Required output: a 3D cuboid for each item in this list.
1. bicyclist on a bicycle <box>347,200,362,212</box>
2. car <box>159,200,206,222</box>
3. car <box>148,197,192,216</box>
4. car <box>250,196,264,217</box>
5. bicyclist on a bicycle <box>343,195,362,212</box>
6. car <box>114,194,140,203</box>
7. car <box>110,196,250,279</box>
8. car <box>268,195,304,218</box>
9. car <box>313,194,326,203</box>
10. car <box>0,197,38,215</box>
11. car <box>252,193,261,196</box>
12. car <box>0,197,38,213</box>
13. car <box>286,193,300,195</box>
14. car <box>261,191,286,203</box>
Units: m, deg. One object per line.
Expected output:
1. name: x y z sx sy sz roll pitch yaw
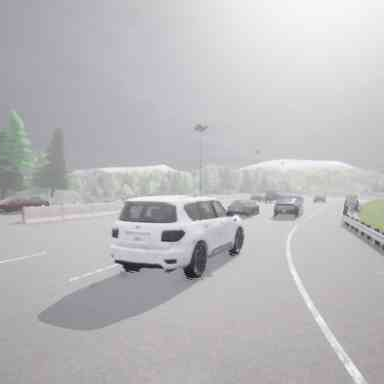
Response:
1. bicyclist on a bicycle: 15.821 1.153 32.763 1.656 1.620 0.582 1 1 18
2. car: -0.624 1.369 25.537 1.994 1.385 4.181 0 0 25
3. car: -1.937 1.258 30.996 1.882 1.535 5.008 0 1 25
4. car: 4.335 1.332 27.882 1.994 1.385 4.181 0 0 25
5. bicyclist on a bicycle: 16.243 1.144 33.662 0.582 1.620 1.656 3 -1 -44
6. car: -11.624 1.153 60.219 2.128 1.511 4.902 0 0 26
7. car: -0.116 1.128 10.076 2.150 2.045 5.566 0 1 25
8. car: 7.990 1.245 27.358 2.128 1.511 4.902 0 0 25
9. car: 22.079 1.058 57.480 2.033 1.411 5.357 0 0 25
10. car: -17.231 1.329 31.803 1.882 1.535 5.008 0 0 25
11. car: 11.954 1.046 60.644 1.837 1.490 4.892 0 0 25
12. car: -19.259 1.341 35.734 1.837 1.490 4.892 0 0 25
13. car: 17.767 1.063 56.548 1.812 1.442 4.674 0 0 25
14. car: 13.915 0.777 56.582 2.150 2.045 5.566 0 0 25
